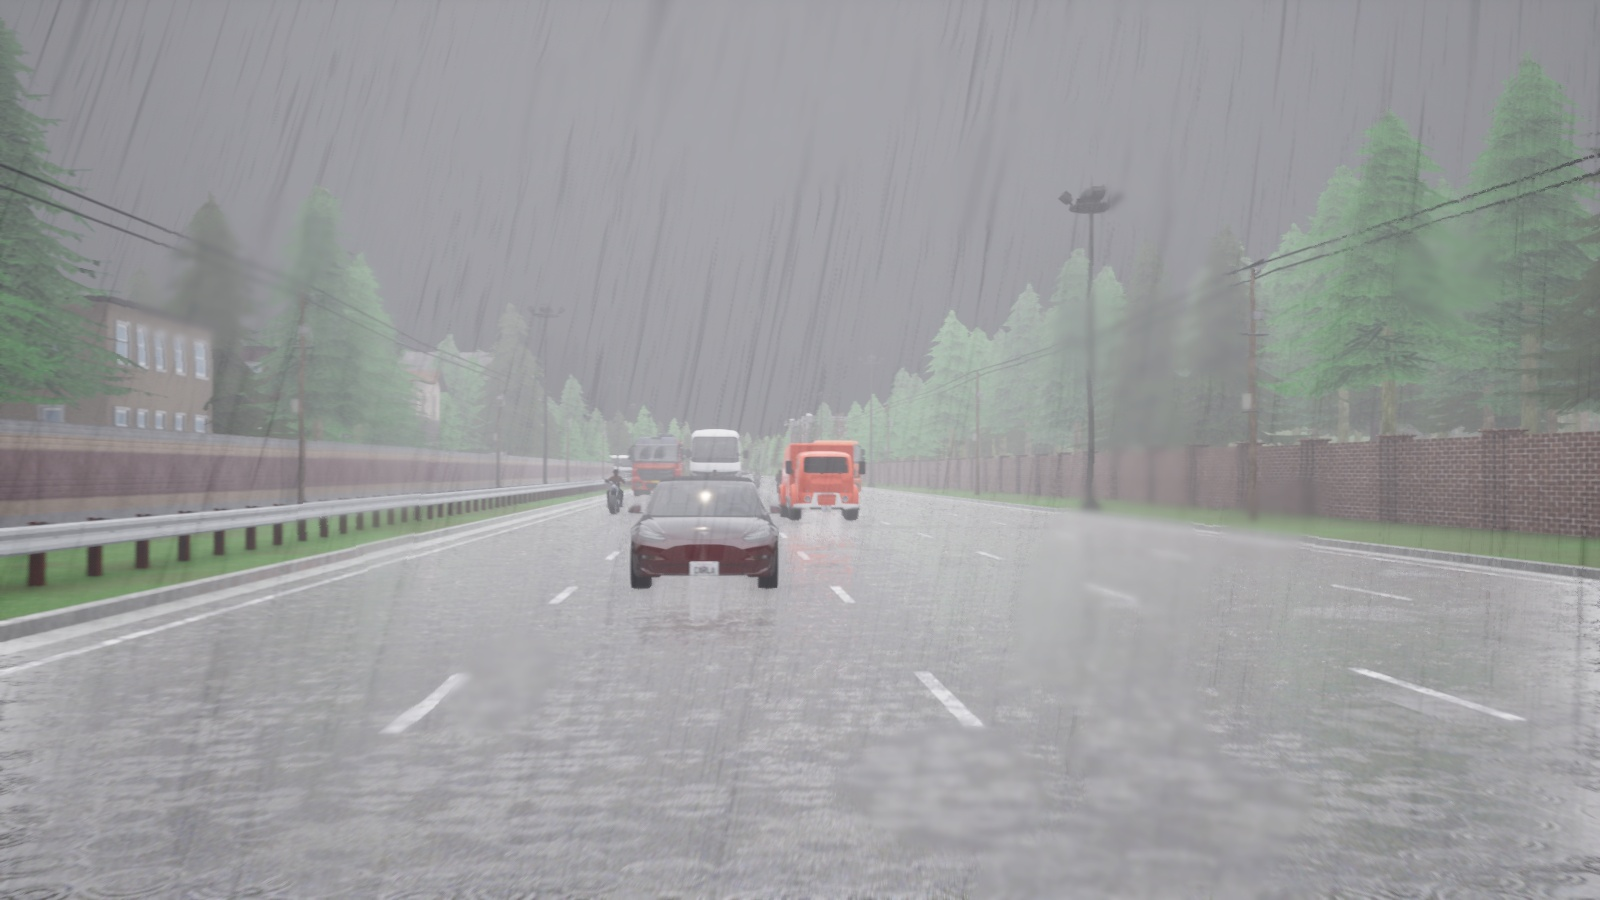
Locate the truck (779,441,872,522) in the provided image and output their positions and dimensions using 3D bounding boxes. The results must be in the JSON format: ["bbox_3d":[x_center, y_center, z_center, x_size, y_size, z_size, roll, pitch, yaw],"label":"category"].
[{"bbox_3d":[0.733,1.016,41.188,2.627,2.467,5.204,0,-1,-4],"label":"truck"}]

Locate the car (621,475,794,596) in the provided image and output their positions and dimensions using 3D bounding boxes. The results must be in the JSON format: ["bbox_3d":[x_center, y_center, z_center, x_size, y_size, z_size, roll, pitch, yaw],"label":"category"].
[{"bbox_3d":[-1.313,1.124,18.201,2.163,1.488,4.792,0,-1,-4],"label":"car"}]

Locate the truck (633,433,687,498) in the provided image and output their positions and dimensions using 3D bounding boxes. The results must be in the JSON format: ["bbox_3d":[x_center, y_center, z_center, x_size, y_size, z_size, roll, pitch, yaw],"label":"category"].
[{"bbox_3d":[-8.628,0.991,78.131,2.891,3.827,8.468,0,-1,-4],"label":"truck"}]

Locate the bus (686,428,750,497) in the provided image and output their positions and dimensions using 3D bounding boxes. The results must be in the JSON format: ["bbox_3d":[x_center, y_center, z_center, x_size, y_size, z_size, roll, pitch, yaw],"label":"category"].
[{"bbox_3d":[-5.438,0.851,83.110,3.944,4.253,10.273,0,-1,-4],"label":"bus"}]

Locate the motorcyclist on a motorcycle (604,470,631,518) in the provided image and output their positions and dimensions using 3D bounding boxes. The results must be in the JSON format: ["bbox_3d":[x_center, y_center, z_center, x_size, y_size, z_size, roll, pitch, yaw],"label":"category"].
[{"bbox_3d":[-6.519,1.542,44.951,0.766,1.649,2.350,0,-1,-4],"label":"motorcyclist on a motorcycle"}]

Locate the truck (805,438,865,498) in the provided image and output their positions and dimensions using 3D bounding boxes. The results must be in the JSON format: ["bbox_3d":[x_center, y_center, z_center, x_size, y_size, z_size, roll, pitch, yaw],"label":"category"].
[{"bbox_3d":[2.027,1.100,76.021,2.891,3.462,7.936,0,-1,-4],"label":"truck"}]
